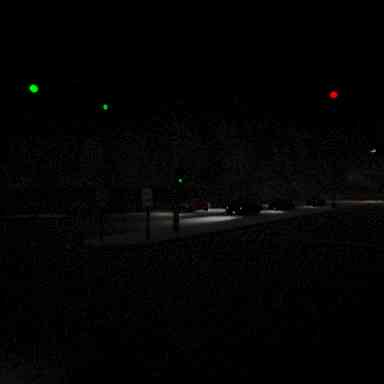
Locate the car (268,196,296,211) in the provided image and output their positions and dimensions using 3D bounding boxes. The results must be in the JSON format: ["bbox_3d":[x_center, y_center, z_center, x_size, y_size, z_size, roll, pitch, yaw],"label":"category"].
[{"bbox_3d":[11.312,1.555,41.411,2.033,1.411,5.357,0,0,36],"label":"car"}]

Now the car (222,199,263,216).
[{"bbox_3d":[5.230,1.608,33.098,1.895,1.301,4.718,0,0,36],"label":"car"}]

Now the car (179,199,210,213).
[{"bbox_3d":[0.093,1.488,37.918,1.882,1.535,5.008,0,0,36],"label":"car"}]

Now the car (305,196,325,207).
[{"bbox_3d":[19.487,1.359,52.572,2.097,1.767,4.553,0,0,37],"label":"car"}]

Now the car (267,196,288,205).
[{"bbox_3d":[15.122,1.516,58.411,1.837,1.490,4.892,0,0,37],"label":"car"}]

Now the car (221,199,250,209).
[{"bbox_3d":[6.054,1.611,46.069,1.895,1.301,4.718,0,0,36],"label":"car"}]
